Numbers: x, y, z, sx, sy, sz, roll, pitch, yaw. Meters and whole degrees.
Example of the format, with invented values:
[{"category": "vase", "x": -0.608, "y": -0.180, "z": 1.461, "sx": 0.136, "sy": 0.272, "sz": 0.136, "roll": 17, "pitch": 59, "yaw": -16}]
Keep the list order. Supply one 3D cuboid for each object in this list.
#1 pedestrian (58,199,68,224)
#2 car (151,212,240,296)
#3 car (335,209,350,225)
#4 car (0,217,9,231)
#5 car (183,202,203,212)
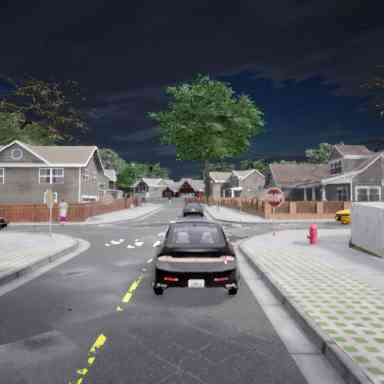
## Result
[{"category": "pedestrian", "x": -9.713, "y": 1.455, "z": 24.981, "sx": 0.375, "sy": 1.860, "sz": 0.375, "roll": 0, "pitch": -1, "yaw": 1}, {"category": "car", "x": 0.077, "y": 1.507, "z": 8.674, "sx": 2.128, "sy": 1.511, "sz": 4.902, "roll": 0, "pitch": 0, "yaw": 0}, {"category": "car", "x": 12.022, "y": 1.403, "z": 21.815, "sx": 5.008, "sy": 1.535, "sz": 1.882, "roll": -1, "pitch": -2, "yaw": 1}, {"category": "car", "x": -13.231, "y": 1.751, "z": 19.130, "sx": 4.718, "sy": 1.301, "sz": 1.895, "roll": -1, "pitch": -2, "yaw": 0}, {"category": "car", "x": 0.093, "y": 1.678, "z": 33.314, "sx": 1.994, "sy": 1.385, "sz": 4.181, "roll": 0, "pitch": 0, "yaw": -1}]
